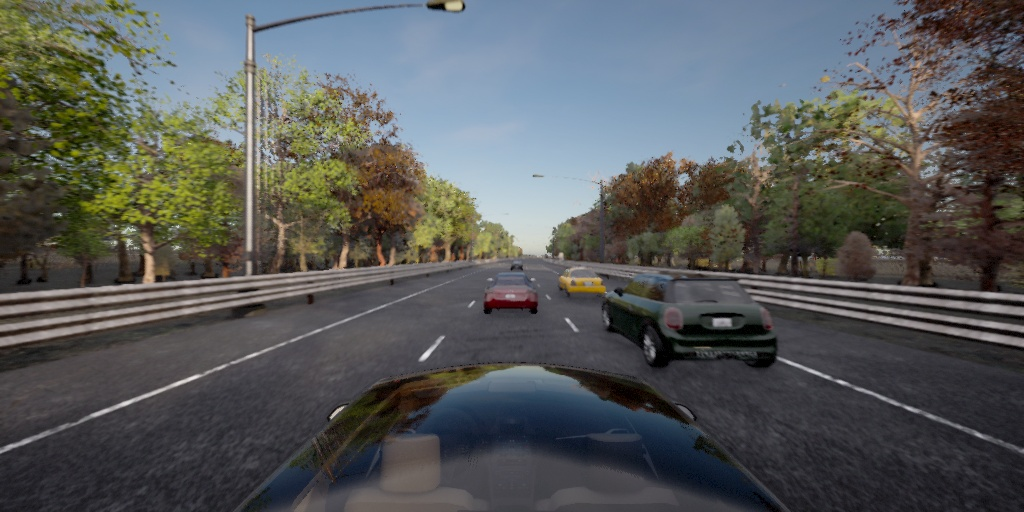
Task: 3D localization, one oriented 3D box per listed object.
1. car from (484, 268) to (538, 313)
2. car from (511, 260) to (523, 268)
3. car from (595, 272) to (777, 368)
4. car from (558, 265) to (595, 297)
[{"bbox_3d":[-0.024,1.358,14.316,1.994,1.385,4.181,0,0,1],"label":"car"},{"bbox_3d":[0.770,1.449,55.894,1.812,1.442,4.674,0,0,2],"label":"car"},{"bbox_3d":[3.505,1.127,8.095,2.097,1.767,4.553,0,0,0],"label":"car"},{"bbox_3d":[3.565,1.268,19.269,1.801,1.575,5.366,0,0,0],"label":"car"}]
